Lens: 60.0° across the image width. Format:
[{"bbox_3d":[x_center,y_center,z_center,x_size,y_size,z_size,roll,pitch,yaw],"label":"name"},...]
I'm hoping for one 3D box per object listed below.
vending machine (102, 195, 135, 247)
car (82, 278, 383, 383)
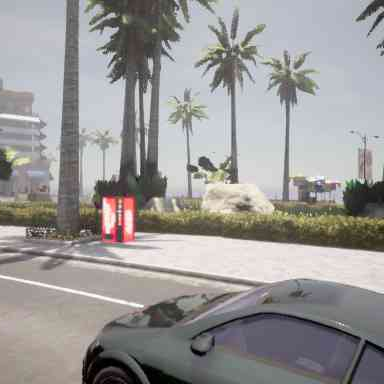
[{"bbox_3d":[-3.134,1.195,14.185,0.880,2.100,1.100,0,0,27],"label":"vending machine"},{"bbox_3d":[0.908,1.562,3.055,4.181,1.385,1.994,0,0,35],"label":"car"}]
